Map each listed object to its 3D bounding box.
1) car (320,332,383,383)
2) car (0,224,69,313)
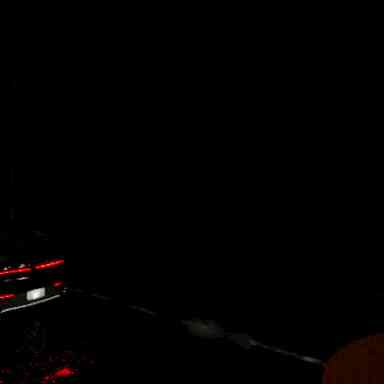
[{"bbox_3d":[3.172,1.493,1.424,5.008,1.535,1.882,0,0,36],"label":"car"},{"bbox_3d":[-4.562,1.411,6.934,4.892,1.490,1.837,1,1,35],"label":"car"}]
